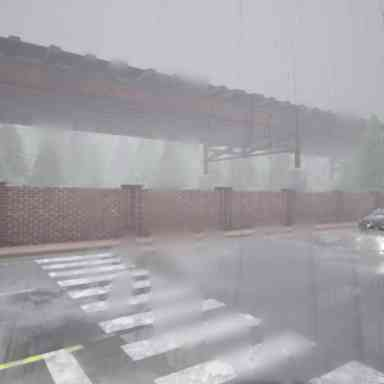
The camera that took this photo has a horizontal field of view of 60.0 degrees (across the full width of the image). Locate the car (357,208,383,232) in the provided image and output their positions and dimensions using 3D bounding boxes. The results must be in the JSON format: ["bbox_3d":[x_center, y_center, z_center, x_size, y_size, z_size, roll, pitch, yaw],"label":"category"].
[{"bbox_3d":[12.399,1.756,20.925,4.892,1.490,1.837,1,-1,-34],"label":"car"}]
